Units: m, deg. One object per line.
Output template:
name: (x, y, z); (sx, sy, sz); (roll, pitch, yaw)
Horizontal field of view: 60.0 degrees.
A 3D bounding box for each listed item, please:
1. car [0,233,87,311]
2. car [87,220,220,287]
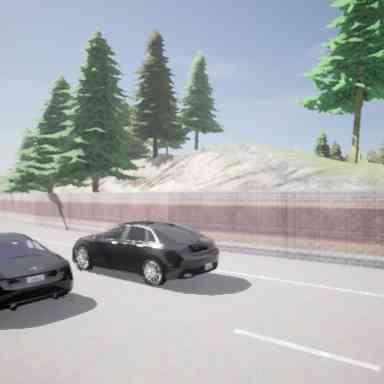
car: (-4.546, 1.640, 7.574); (4.181, 1.385, 1.994); (-1, 0, 38)
car: (-1.506, 1.581, 9.610); (4.892, 1.490, 1.837); (0, 0, 38)
